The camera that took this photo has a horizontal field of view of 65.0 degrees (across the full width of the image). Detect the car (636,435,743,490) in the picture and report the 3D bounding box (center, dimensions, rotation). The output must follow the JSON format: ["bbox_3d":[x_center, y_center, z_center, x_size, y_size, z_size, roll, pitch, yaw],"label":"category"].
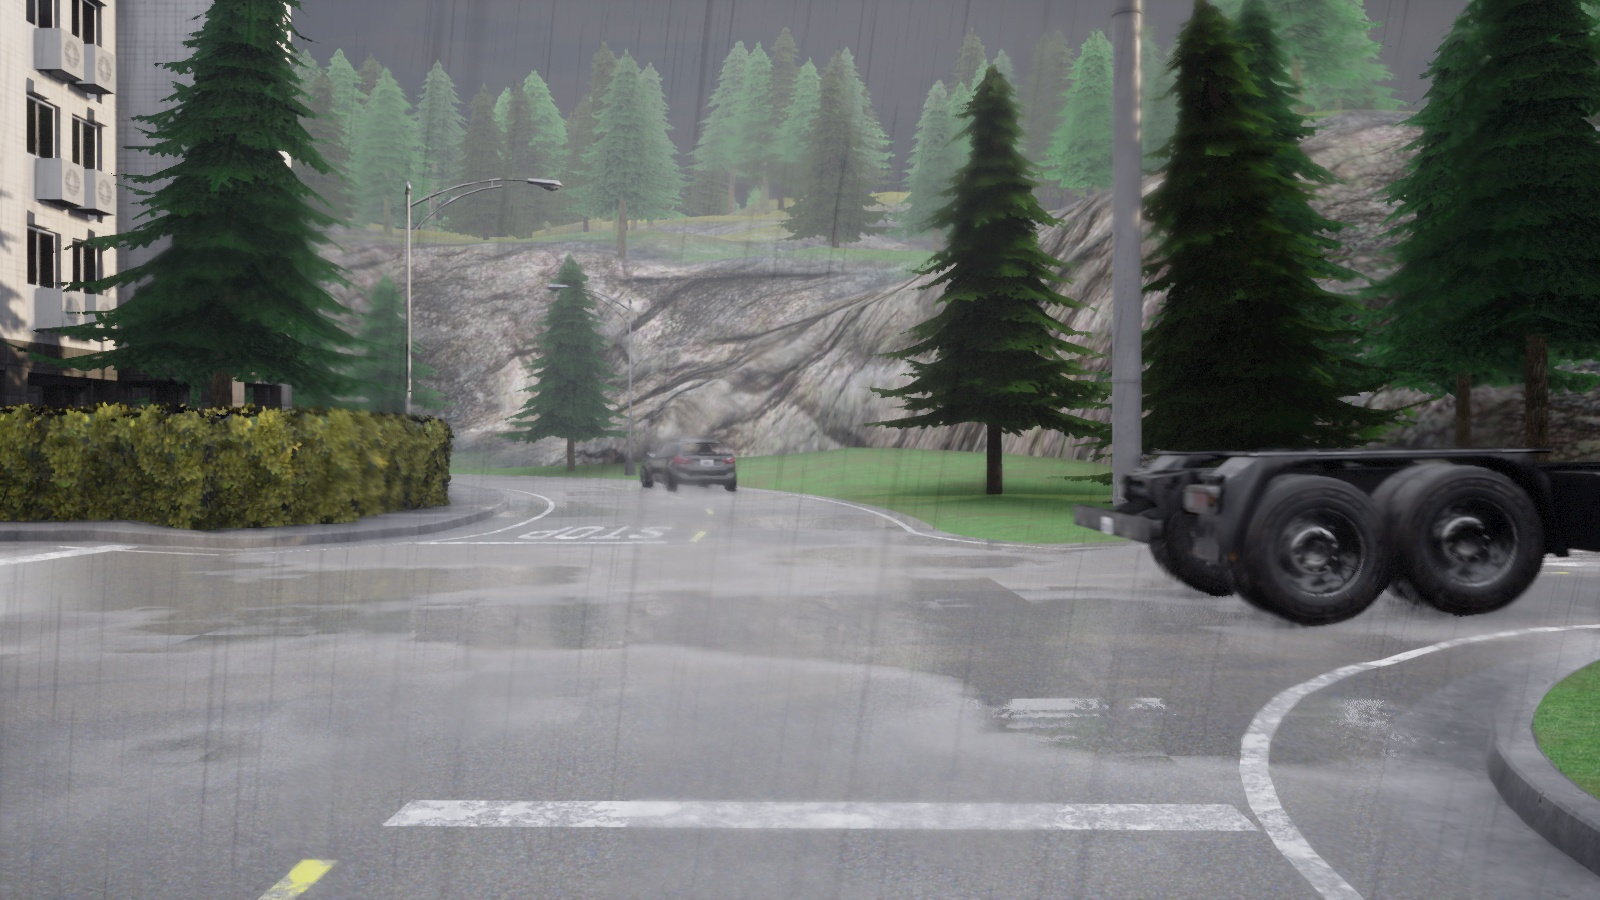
[{"bbox_3d":[-3.620,0.361,40.268,2.242,1.667,4.611,0,0,-21],"label":"car"}]

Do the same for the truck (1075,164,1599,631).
[{"bbox_3d":[6.693,-0.433,10.884,7.936,3.462,2.891,-1,0,-1],"label":"truck"}]
